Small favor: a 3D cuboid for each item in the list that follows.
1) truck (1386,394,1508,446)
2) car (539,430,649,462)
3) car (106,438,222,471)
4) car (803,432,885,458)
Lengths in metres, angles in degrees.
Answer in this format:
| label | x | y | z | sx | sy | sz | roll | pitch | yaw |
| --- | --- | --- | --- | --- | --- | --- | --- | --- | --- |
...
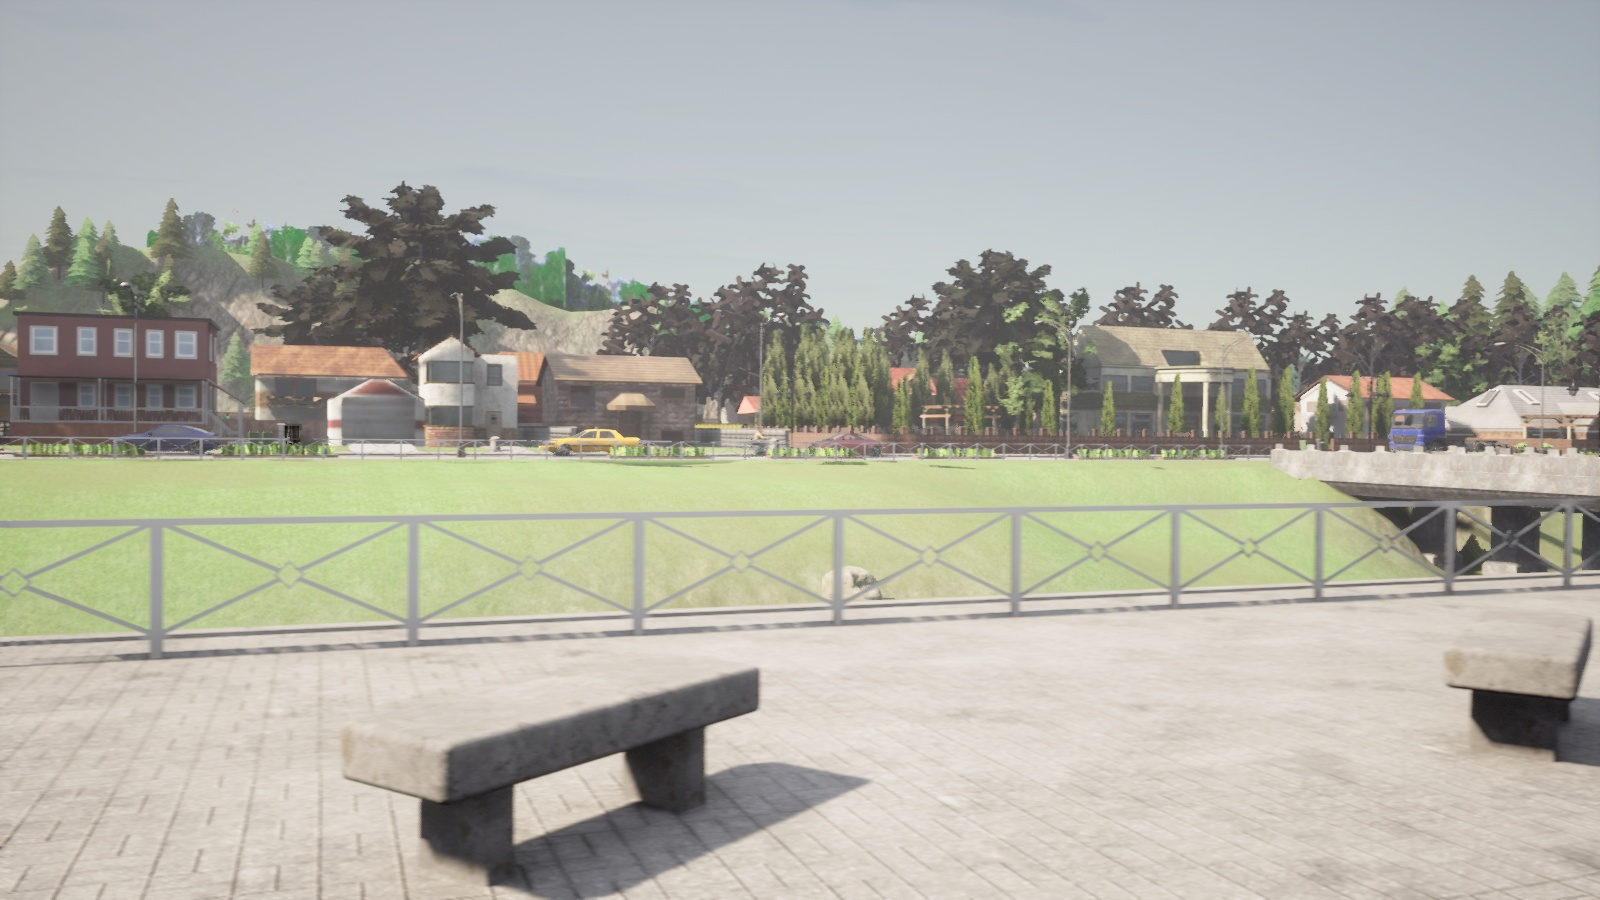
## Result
| label | x | y | z | sx | sy | sz | roll | pitch | yaw |
| --- | --- | --- | --- | --- | --- | --- | --- | --- | --- |
| truck | 44.671 | -2.078 | 86.699 | 7.936 | 3.462 | 2.891 | -1 | 1 | -21 |
| car | -10.767 | -0.215 | 65.676 | 5.366 | 1.575 | 1.801 | -1 | 1 | -21 |
| car | -29.572 | 0.191 | 58.542 | 4.674 | 1.442 | 1.812 | -1 | 1 | -21 |
| car | 2.482 | -0.315 | 70.704 | 4.181 | 1.385 | 1.994 | -1 | 1 | -21 |
